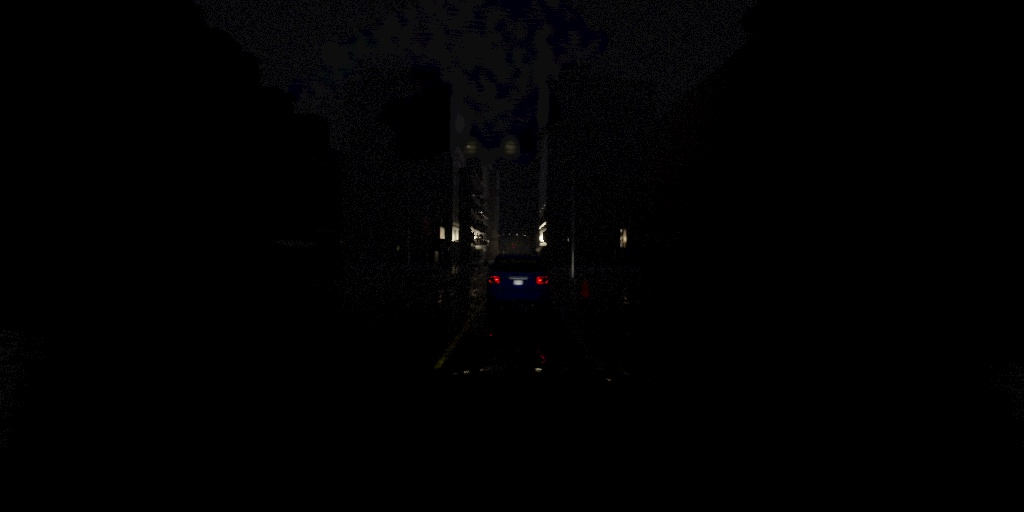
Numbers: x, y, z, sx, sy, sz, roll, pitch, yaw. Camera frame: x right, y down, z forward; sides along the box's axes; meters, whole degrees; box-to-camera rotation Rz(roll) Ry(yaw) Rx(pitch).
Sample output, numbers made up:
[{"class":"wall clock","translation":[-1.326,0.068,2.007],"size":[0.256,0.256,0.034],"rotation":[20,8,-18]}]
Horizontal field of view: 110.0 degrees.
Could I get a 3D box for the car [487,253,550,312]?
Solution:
[{"class":"car","translation":[0.246,0.934,14.084],"size":[2.150,2.045,5.566],"rotation":[0,0,1]}]
